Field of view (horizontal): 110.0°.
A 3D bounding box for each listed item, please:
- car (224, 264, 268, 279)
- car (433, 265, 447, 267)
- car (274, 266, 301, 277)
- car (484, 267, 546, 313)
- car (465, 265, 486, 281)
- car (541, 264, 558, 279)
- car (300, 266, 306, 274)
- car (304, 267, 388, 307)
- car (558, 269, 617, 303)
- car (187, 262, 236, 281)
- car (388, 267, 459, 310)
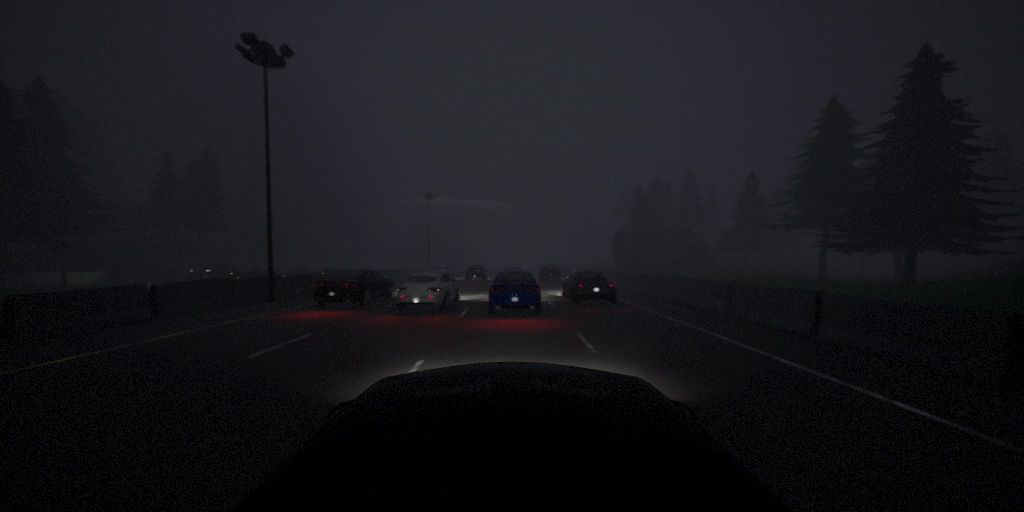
[{"bbox_3d":[-24.592,1.689,34.486,1.895,1.301,4.718,0,-1,0],"label":"car"},{"bbox_3d":[-6.913,1.618,34.727,1.812,1.442,4.674,0,-1,0],"label":"car"},{"bbox_3d":[-21.089,1.664,35.178,1.994,1.385,4.181,0,-1,0],"label":"car"},{"bbox_3d":[0.099,1.308,14.395,1.882,1.535,5.008,0,-1,0],"label":"car"},{"bbox_3d":[-3.402,1.600,34.908,1.837,1.490,4.892,0,-1,0],"label":"car"},{"bbox_3d":[3.599,1.579,35.240,1.882,1.535,5.008,0,-1,0],"label":"car"},{"bbox_3d":[-17.594,1.683,34.084,1.895,1.301,4.718,0,-1,0],"label":"car"},{"bbox_3d":[-6.901,1.324,16.199,1.882,1.535,5.008,0,-1,0],"label":"car"},{"bbox_3d":[3.599,1.422,17.295,1.994,1.385,4.181,0,-1,0],"label":"car"},{"bbox_3d":[-28.087,1.433,34.086,2.097,1.767,4.553,0,-1,0],"label":"car"},{"bbox_3d":[-3.400,1.362,15.009,1.812,1.442,4.674,0,-1,0],"label":"car"}]
